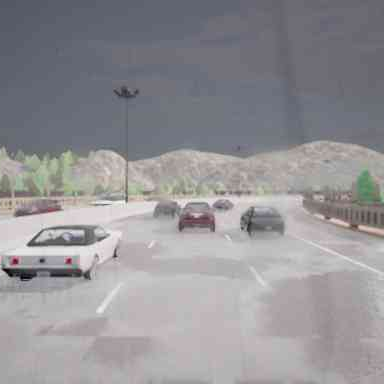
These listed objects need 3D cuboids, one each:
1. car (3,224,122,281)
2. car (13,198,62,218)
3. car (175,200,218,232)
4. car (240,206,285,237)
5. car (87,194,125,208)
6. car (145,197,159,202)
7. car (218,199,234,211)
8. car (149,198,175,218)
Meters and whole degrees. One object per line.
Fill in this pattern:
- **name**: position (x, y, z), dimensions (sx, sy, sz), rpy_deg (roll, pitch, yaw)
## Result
- **car**: position (-3.402, 1.609, 9.850), dimensions (1.895, 1.301, 4.718), rpy_deg (0, 0, 0)
- **car**: position (-13.055, 1.375, 28.423), dimensions (2.097, 1.767, 4.553), rpy_deg (0, 0, 8)
- **car**: position (0.383, 1.369, 20.432), dimensions (2.097, 1.767, 4.553), rpy_deg (0, 0, 3)
- **car**: position (3.760, 1.507, 18.265), dimensions (2.128, 1.511, 4.902), rpy_deg (0, 0, 2)
- **car**: position (-8.606, 1.248, 34.362), dimensions (2.150, 2.045, 5.566), rpy_deg (0, 0, 12)
- **car**: position (-6.949, 1.617, 61.676), dimensions (1.994, 1.385, 4.181), rpy_deg (0, 0, 26)
- **car**: position (3.911, 1.580, 40.824), dimensions (2.033, 1.411, 5.357), rpy_deg (0, 0, 17)
- **car**: position (-2.070, 1.529, 29.957), dimensions (1.837, 1.490, 4.892), rpy_deg (0, 0, 9)
